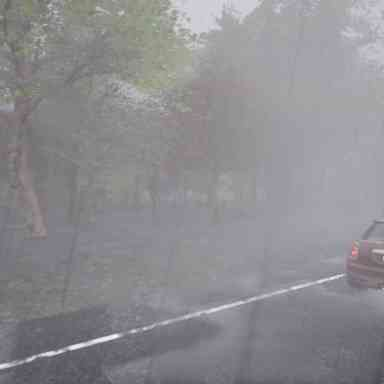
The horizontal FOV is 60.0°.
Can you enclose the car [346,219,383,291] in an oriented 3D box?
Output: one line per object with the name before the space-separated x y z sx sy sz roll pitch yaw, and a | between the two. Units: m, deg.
car | 5.649 1.335 7.774 4.553 1.767 2.097 0 0 -35
